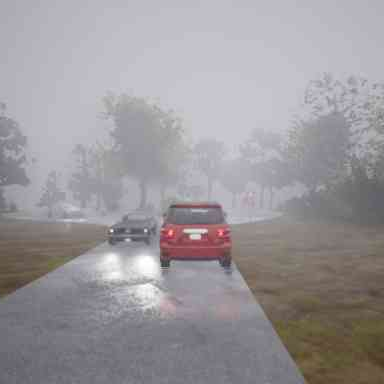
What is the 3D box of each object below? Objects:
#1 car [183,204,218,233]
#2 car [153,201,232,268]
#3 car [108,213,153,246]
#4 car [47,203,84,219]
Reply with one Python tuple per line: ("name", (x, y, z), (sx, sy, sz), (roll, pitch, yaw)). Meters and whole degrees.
("car", (0.696, 1.674, 22.255), (1.882, 1.535, 5.008), (0, 0, 7))
("car", (0.111, 1.327, 11.752), (2.150, 2.045, 5.566), (0, 0, 0))
("car", (-2.723, 1.745, 16.266), (1.895, 1.301, 4.718), (0, -1, -1))
("car", (-12.574, 1.816, 32.768), (4.674, 1.442, 1.812), (0, -1, 39))
